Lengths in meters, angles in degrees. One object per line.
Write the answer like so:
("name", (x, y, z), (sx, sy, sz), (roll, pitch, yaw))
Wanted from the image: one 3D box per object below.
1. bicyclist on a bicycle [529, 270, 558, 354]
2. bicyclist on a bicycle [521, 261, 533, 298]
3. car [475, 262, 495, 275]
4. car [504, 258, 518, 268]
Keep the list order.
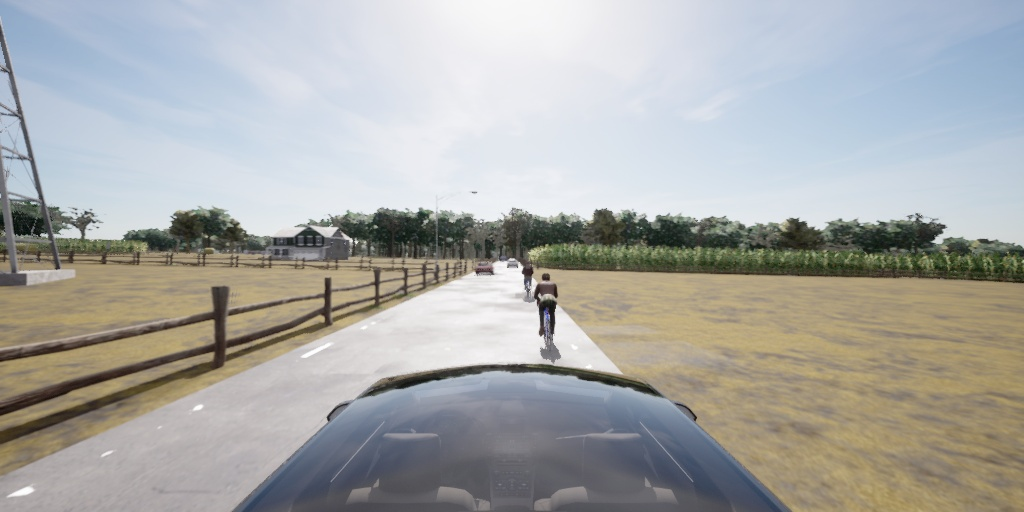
("bicyclist on a bicycle", (0.762, 1.202, 7.879), (0.582, 1.620, 1.656), (0, 0, 0))
("bicyclist on a bicycle", (0.767, 1.119, 17.529), (0.659, 1.776, 1.843), (0, 0, 0))
("car", (-2.834, 1.340, 37.910), (1.895, 1.301, 4.718), (0, 0, 0))
("car", (0.121, 1.304, 61.017), (1.895, 1.301, 4.718), (0, 0, 0))
